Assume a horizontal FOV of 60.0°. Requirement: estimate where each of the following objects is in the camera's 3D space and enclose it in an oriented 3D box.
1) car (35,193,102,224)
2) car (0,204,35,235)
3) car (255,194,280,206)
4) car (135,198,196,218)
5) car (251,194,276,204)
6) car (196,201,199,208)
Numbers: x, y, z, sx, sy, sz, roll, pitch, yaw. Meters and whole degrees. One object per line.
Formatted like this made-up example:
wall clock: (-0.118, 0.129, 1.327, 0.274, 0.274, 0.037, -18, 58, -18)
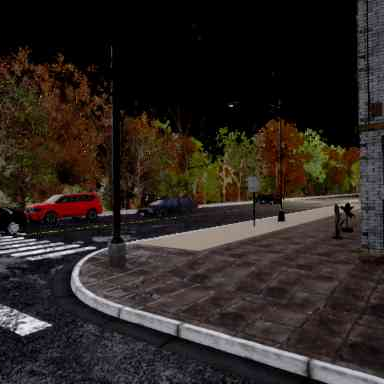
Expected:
car: (-9.144, 1.127, 24.077, 2.150, 2.045, 5.566, -1, 0, 36)
car: (-10.452, 1.436, 15.969, 1.837, 1.490, 4.892, -1, -1, 28)
car: (10.749, 1.070, 45.559, 1.837, 1.490, 4.892, -1, -1, 37)
car: (-2.267, 1.336, 27.938, 2.033, 1.411, 5.357, -1, 0, 36)
car: (11.137, 1.064, 51.489, 1.837, 1.490, 4.892, -1, 0, 37)
car: (-1.437, 1.318, 34.554, 2.033, 1.411, 5.357, -1, 0, 36)
